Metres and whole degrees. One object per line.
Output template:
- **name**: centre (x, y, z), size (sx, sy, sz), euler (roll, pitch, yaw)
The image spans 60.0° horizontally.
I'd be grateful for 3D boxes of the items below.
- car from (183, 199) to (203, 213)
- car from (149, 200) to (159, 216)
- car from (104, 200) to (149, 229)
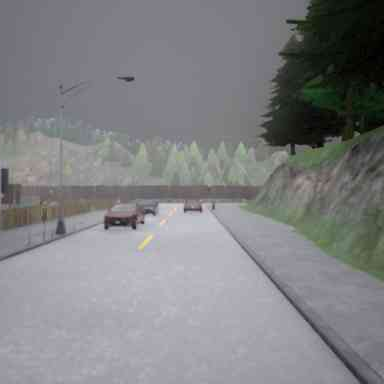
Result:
- **car**: centre (0.094, 1.412, 34.813), size (1.994, 1.385, 4.181), euler (0, 0, 0)
- **car**: centre (-4.099, 1.411, 31.098), size (2.033, 1.411, 5.357), euler (0, 0, 0)
- **car**: centre (-4.102, 1.386, 20.839), size (1.882, 1.535, 5.008), euler (0, 0, 0)
